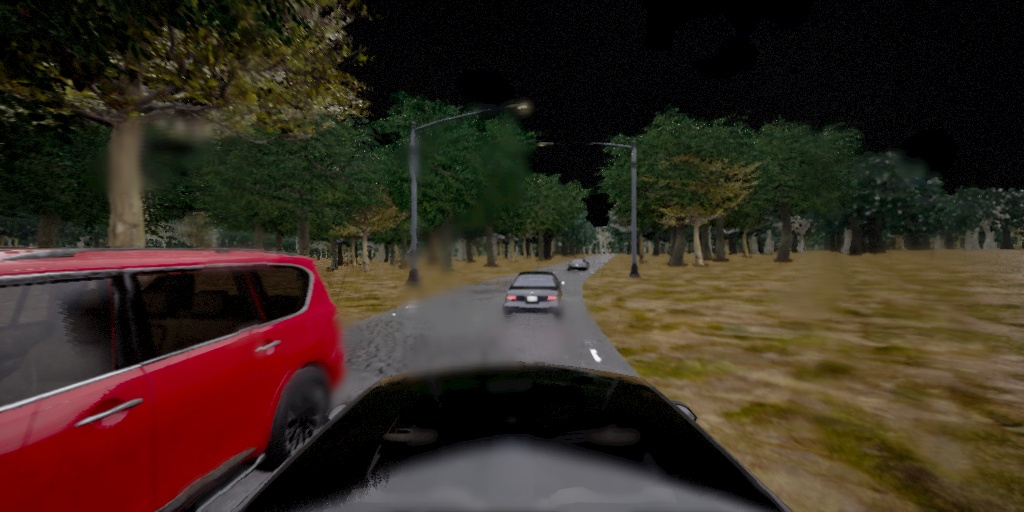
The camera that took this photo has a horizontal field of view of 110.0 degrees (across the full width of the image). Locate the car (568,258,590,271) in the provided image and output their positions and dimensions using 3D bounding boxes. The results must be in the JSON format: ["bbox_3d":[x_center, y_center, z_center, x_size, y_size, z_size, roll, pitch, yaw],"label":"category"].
[{"bbox_3d":[7.332,0.872,39.222,1.994,1.385,4.181,0,1,17],"label":"car"}]

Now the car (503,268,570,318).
[{"bbox_3d":[0.872,1.237,12.664,2.033,1.411,5.357,0,0,7],"label":"car"}]

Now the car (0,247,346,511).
[{"bbox_3d":[-2.998,0.956,1.874,2.150,2.045,5.566,0,0,1],"label":"car"}]
